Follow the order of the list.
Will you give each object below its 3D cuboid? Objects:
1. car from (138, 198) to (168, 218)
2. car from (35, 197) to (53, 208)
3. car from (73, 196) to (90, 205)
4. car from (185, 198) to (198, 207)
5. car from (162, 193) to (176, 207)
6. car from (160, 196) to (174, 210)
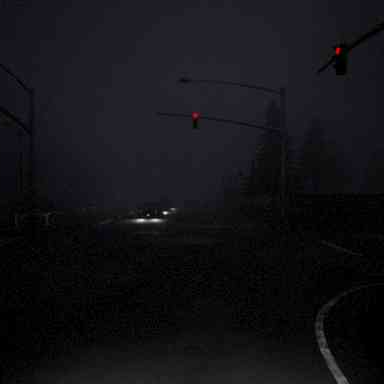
[{"bbox_3d":[-3.671,1.547,30.521,2.033,1.411,5.357,0,0,0],"label":"car"},{"bbox_3d":[-20.614,1.384,45.557,1.970,1.475,3.806,0,0,0],"label":"car"},{"bbox_3d":[-17.578,1.373,52.955,1.845,1.501,3.633,0,0,0],"label":"car"},{"bbox_3d":[-0.118,1.600,51.173,1.895,1.301,4.718,0,0,0],"label":"car"},{"bbox_3d":[-3.659,1.221,50.979,2.150,2.045,5.566,0,0,-2],"label":"car"},{"bbox_3d":[-3.688,1.547,40.626,2.033,1.411,5.357,0,0,0],"label":"car"}]
